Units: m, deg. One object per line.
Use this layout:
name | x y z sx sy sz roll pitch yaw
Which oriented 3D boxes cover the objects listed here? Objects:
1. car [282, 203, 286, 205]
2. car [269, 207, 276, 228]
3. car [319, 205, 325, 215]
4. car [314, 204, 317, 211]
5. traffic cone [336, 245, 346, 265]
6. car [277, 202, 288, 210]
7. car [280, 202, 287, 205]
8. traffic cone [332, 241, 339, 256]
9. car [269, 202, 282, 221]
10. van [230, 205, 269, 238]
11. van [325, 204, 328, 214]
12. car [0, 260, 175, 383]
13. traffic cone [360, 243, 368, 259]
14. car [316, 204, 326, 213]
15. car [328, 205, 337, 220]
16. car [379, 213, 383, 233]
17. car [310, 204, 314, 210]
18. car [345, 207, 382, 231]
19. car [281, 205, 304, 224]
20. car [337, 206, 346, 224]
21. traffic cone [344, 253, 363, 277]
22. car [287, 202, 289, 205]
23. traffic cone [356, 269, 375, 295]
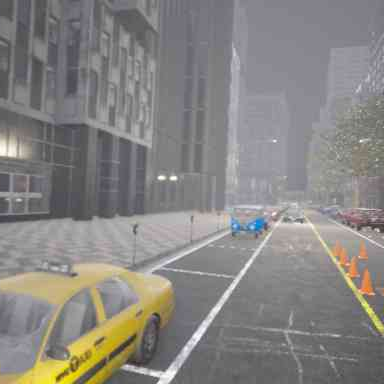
car | 13.271 2.806 52.240 1.802 1.307 4.206 3 -1 17
car | 5.012 2.069 25.292 1.947 1.339 4.313 3 -1 17
car | 24.711 3.464 60.505 1.802 1.307 4.206 2 -1 17
car | 28.027 3.508 71.288 2.192 1.841 5.009 2 -1 17
traffic cone | 5.569 2.343 12.193 0.340 0.580 0.340 3 -1 17
car | 21.540 3.301 79.191 2.192 1.841 5.009 2 -1 17
car | 16.527 3.040 62.857 1.752 1.417 4.829 3 -1 17
traffic cone | 6.155 2.391 14.104 0.340 0.580 0.340 3 -1 17
car | 8.322 2.230 36.073 1.967 1.590 4.097 3 -1 17
van | 3.372 1.706 19.904 1.690 1.788 3.998 3 -1 17
van | 21.420 2.929 49.727 1.690 1.788 3.998 3 -1 17
car | -1.656 1.482 3.535 1.752 1.417 4.829 3 0 18
traffic cone | 7.110 2.434 13.810 0.340 0.580 0.340 3 -1 17
car | 26.363 3.602 65.893 1.947 1.339 4.313 2 -1 17
car | 19.763 2.883 44.335 1.967 1.590 4.097 3 -1 17
car | 11.503 2.167 17.384 1.967 1.590 4.097 3 -1 17
car | 32.969 4.228 87.454 1.947 1.339 4.313 2 -1 17
car | 14.813 2.325 28.167 2.192 1.841 5.009 3 -1 17
car | 10.297 2.383 33.703 1.812 1.442 4.674 3 -1 17
car | 16.465 2.469 33.556 2.192 1.841 5.009 3 -1 17
traffic cone | 4.983 2.296 10.281 0.340 0.580 0.340 3 -1 17
car | 18.237 2.988 68.411 2.192 1.841 5.009 2 -1 17
traffic cone | 4.397 2.248 8.369 0.340 0.580 0.340 3 -1 17
